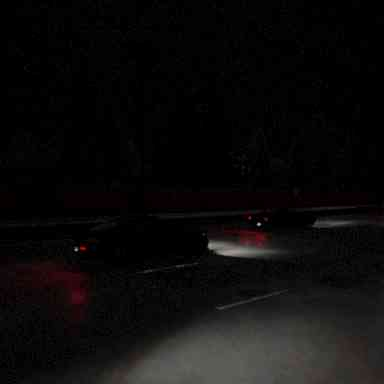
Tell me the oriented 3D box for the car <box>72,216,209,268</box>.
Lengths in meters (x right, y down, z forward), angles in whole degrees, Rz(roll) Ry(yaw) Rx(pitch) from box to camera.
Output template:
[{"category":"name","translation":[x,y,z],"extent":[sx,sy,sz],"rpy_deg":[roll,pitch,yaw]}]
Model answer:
[{"category":"car","translation":[-1.585,1.526,11.241],"extent":[4.674,1.442,1.812],"rpy_deg":[0,0,-36]}]

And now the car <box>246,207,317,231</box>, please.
[{"category":"car","translation":[5.720,1.601,20.852],"extent":[4.718,1.301,1.895],"rpy_deg":[0,0,-36]}]
